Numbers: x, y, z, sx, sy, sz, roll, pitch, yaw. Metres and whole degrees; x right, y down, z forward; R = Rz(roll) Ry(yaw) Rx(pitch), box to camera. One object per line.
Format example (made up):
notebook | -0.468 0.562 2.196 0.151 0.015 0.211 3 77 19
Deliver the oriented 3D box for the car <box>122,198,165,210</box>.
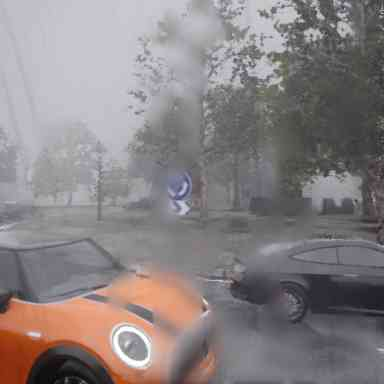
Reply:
car | -6.127 1.473 40.945 4.892 1.490 1.837 0 -1 -34

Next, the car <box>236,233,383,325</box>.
car | 3.017 1.541 6.301 4.674 1.442 1.812 0 0 9

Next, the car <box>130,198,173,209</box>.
car | -5.456 1.517 45.114 5.357 1.411 2.033 0 0 -27

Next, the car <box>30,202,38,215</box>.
car | -16.417 1.453 30.907 1.812 1.442 4.674 0 0 16

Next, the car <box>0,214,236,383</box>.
car | -1.953 1.345 4.367 4.553 1.767 2.097 0 0 22

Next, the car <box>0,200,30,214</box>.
car | -13.916 1.504 24.123 1.994 1.385 4.181 0 0 -2

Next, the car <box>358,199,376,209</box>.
car | 23.813 1.614 44.262 1.812 1.442 4.674 0 0 2
